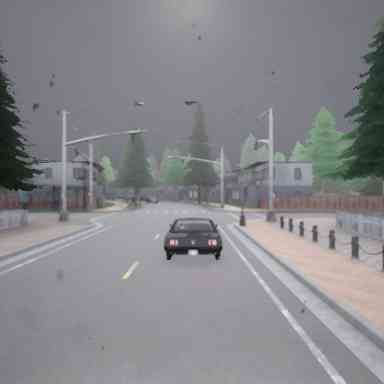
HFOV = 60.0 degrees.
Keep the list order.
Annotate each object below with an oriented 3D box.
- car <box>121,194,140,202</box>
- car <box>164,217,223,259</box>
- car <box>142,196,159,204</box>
[{"bbox_3d":[-13.822,1.457,75.247,1.837,1.490,4.892,0,0,-31],"label":"car"},{"bbox_3d":[0.059,1.600,12.571,1.895,1.301,4.718,0,0,0],"label":"car"},{"bbox_3d":[-7.336,1.454,61.340,2.128,1.511,4.902,0,0,-17],"label":"car"}]
